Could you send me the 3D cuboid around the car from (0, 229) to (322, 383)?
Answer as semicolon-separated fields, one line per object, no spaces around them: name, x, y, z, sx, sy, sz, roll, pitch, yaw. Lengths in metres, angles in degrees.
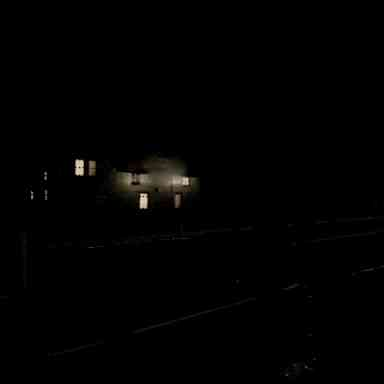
car;-0.736;1.356;3.461;4.553;1.767;2.097;0;0;-35
